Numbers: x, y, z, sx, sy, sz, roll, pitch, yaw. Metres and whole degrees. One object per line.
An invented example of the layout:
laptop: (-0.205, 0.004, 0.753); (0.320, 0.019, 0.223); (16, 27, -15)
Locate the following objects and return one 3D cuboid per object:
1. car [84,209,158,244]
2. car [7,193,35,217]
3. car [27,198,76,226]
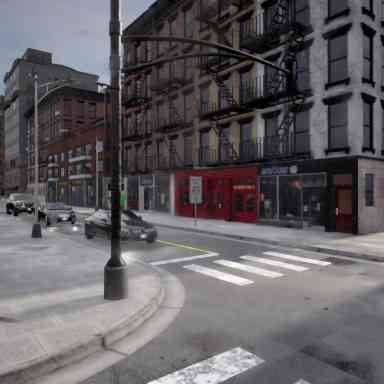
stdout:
car: (-3.419, 1.508, 15.220); (1.812, 1.442, 4.674); (0, 0, -39)
car: (-16.046, 1.168, 31.597); (2.150, 2.045, 5.566); (0, 0, -37)
car: (-9.690, 1.456, 23.335); (2.128, 1.511, 4.902); (0, 0, -38)
